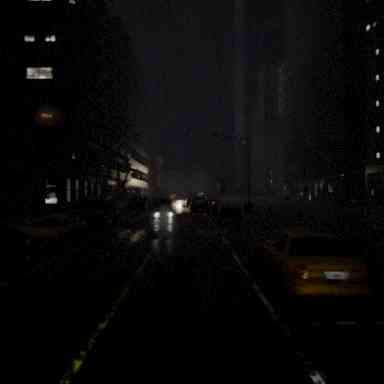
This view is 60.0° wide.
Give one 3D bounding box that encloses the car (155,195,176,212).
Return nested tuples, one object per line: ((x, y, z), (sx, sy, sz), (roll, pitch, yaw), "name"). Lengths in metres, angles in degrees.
((-3.103, 1.446, 38.166), (1.837, 1.490, 4.892), (0, 0, 0), "car")

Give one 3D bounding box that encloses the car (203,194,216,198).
((2.693, 1.376, 41.747), (1.967, 1.590, 4.097), (1, 0, 0), "car")

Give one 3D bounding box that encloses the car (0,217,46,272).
((-5.681, 1.552, 8.330), (1.947, 1.339, 4.313), (1, 0, 0), "car")

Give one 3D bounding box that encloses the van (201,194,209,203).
((2.689, 1.240, 69.596), (1.690, 1.788, 3.998), (1, 0, 0), "van")

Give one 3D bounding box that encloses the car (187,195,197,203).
((-0.015, 1.410, 67.566), (1.812, 1.442, 4.674), (0, 0, 0), "car")

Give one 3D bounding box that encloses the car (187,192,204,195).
((0.516, 1.287, 42.175), (2.097, 1.767, 4.553), (0, 0, -6), "car")

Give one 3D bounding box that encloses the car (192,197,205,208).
((0.889, 1.453, 48.294), (1.812, 1.442, 4.674), (0, 0, 0), "car")

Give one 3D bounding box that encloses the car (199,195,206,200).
((2.682, 1.403, 86.474), (1.752, 1.417, 4.829), (1, 0, 0), "car")

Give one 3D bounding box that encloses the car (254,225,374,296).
((2.699, 1.511, 8.501), (1.752, 1.417, 4.829), (1, 0, 0), "car")

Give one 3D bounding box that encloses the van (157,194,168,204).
((-5.690, 1.247, 64.026), (1.690, 1.788, 3.998), (1, 0, 0), "van")

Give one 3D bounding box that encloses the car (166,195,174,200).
((-5.698, 1.403, 86.135), (1.752, 1.417, 4.829), (1, 0, 0), "car")

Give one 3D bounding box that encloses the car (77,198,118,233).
((-5.680, 1.284, 19.469), (2.192, 1.841, 5.009), (1, 0, 0), "car")

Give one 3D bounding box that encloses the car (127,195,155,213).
((-5.684, 1.259, 36.176), (2.192, 1.841, 5.009), (1, 0, 0), "car")

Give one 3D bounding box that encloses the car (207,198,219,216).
((2.694, 1.503, 30.608), (2.008, 1.369, 4.403), (1, 0, 0), "car")

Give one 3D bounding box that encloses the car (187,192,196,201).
((-0.019, 1.095, 82.795), (2.150, 2.045, 5.566), (0, 0, 0), "car")

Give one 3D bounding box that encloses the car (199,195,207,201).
((2.682, 1.467, 80.735), (1.802, 1.307, 4.206), (1, 0, 0), "car")

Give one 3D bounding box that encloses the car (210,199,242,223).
((2.695, 1.511, 25.040), (2.008, 1.369, 4.403), (1, 0, 0), "car")

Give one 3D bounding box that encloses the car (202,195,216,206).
((2.691, 1.361, 52.887), (1.967, 1.590, 4.097), (1, 0, 0), "car")

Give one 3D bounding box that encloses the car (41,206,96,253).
((-5.682, 1.503, 13.729), (1.752, 1.417, 4.829), (1, 0, 0), "car")

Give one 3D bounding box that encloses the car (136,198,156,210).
((-5.689, 1.481, 41.747), (1.887, 1.381, 4.507), (1, 0, 0), "car")

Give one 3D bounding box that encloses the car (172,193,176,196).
((-5.697, 1.436, 80.734), (2.008, 1.369, 4.403), (1, 0, 0), "car")

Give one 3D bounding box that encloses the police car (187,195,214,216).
((0.677, 1.375, 32.390), (1.930, 1.638, 5.238), (0, 0, -3), "police car")

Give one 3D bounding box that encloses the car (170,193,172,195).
((-5.694, 1.425, 69.426), (1.752, 1.417, 4.829), (1, 0, 0), "car")
